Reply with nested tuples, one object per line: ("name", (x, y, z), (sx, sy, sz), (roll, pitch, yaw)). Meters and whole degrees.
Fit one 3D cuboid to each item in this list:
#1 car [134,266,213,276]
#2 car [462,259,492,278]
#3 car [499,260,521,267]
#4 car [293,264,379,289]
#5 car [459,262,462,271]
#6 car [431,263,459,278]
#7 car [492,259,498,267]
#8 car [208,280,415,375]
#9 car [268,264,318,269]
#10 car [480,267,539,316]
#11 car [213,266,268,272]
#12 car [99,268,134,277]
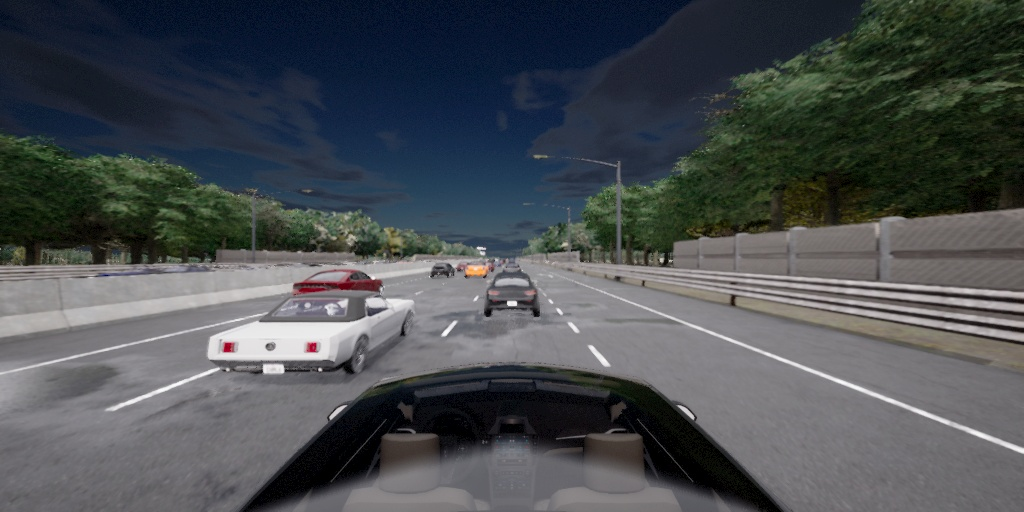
("car", (-24.584, 1.429, 27.099), (2.033, 1.411, 5.357), (0, 0, 0))
("car", (-3.486, 1.299, 36.658), (2.097, 1.767, 4.553), (0, 0, 0))
("car", (0.016, 1.438, 36.711), (2.128, 1.511, 4.902), (0, 0, 0))
("car", (-6.994, 1.286, 14.983), (1.882, 1.535, 5.008), (0, 0, 0))
("car", (-6.979, 1.593, 52.559), (1.812, 1.442, 4.674), (0, 0, 0))
("car", (-6.985, 1.453, 36.710), (1.837, 1.490, 4.892), (0, 0, 0))
("car", (-3.478, 1.592, 52.558), (1.812, 1.442, 4.674), (0, 0, 0))
("car", (-3.498, 1.373, 7.493), (1.895, 1.301, 4.718), (0, 0, 0))
("car", (-17.571, 1.405, 29.952), (1.837, 1.490, 4.892), (0, -1, 0))
("car", (0.005, 1.325, 13.467), (1.812, 1.442, 4.674), (0, 0, 0))
("car", (-21.075, 1.495, 29.024), (1.895, 1.301, 4.718), (0, 0, 0))
("car", (-28.079, 1.484, 27.267), (1.895, 1.301, 4.718), (0, 0, 0))
